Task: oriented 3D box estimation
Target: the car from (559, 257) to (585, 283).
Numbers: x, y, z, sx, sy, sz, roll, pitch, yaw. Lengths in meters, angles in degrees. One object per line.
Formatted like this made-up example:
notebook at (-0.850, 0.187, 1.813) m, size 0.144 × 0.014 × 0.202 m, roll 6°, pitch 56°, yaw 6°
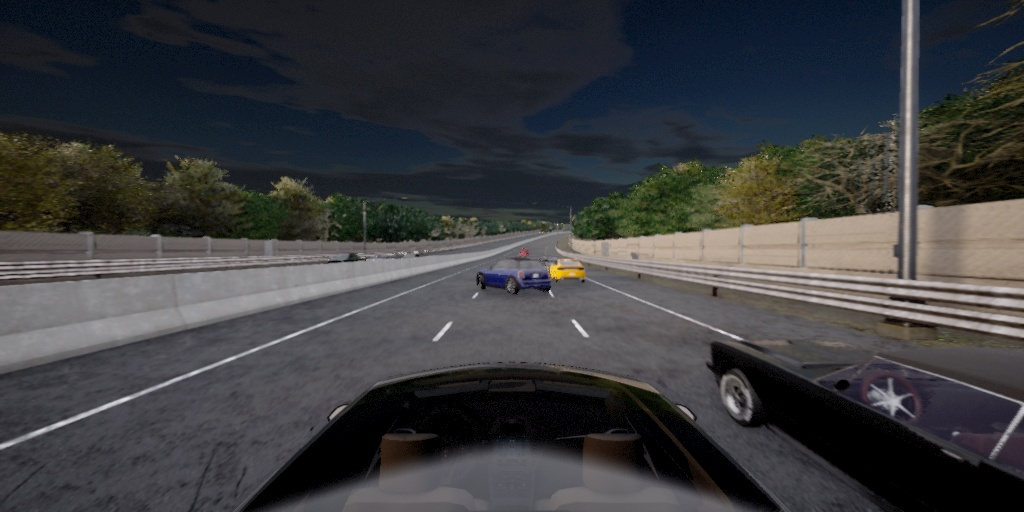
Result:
car at (3.719, 0.919, 24.399) m, size 1.882 × 1.535 × 5.008 m, roll 0°, pitch 1°, yaw 1°

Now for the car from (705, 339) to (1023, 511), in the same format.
car at (3.497, 1.342, 2.643) m, size 1.895 × 1.301 × 4.718 m, roll 0°, pitch 1°, yaw 0°

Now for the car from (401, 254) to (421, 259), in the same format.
car at (-13.179, 0.474, 47.016) m, size 1.837 × 1.490 × 4.892 m, roll 0°, pitch 1°, yaw 3°

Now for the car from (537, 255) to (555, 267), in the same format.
car at (4.345, 0.577, 46.170) m, size 2.033 × 1.411 × 5.357 m, roll 0°, pitch 1°, yaw 2°

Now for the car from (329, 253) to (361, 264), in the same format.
car at (-20.320, 0.379, 43.728) m, size 2.097 × 1.767 × 4.553 m, roll 0°, pitch 1°, yaw 2°

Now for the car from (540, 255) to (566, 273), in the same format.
car at (3.980, 0.744, 35.286) m, size 2.128 × 1.511 × 4.902 m, roll 0°, pitch 1°, yaw 2°

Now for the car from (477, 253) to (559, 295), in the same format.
car at (-0.022, 0.878, 18.176) m, size 2.097 × 1.767 × 4.553 m, roll 0°, pitch 1°, yaw -32°

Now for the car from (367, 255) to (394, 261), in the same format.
car at (-16.729, 0.586, 45.928) m, size 1.895 × 1.301 × 4.718 m, roll 0°, pitch 1°, yaw 3°
